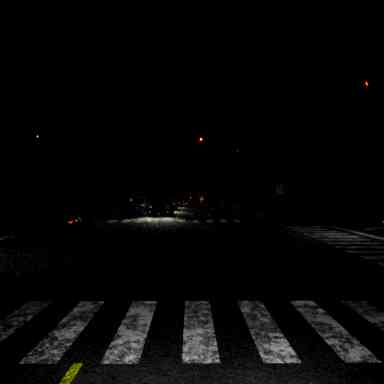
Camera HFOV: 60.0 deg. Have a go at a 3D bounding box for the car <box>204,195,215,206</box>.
[{"bbox_3d":[2.951,1.443,44.713,1.967,1.590,4.097,0,0,0],"label":"car"}]

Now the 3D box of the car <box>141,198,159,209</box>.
[{"bbox_3d":[-5.574,1.569,44.765,1.947,1.339,4.313,0,0,0],"label":"car"}]

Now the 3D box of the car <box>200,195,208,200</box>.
[{"bbox_3d":[3.245,1.557,90.067,1.947,1.339,4.313,0,0,0],"label":"car"}]

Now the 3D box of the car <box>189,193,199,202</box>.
[{"bbox_3d":[0.472,1.186,73.758,2.097,1.767,4.553,0,0,0],"label":"car"}]

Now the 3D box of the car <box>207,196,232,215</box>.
[{"bbox_3d":[2.878,1.442,33.375,1.967,1.590,4.097,0,0,0],"label":"car"}]

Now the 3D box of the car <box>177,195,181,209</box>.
[{"bbox_3d":[-2.831,1.480,42.064,1.882,1.535,5.008,0,0,1],"label":"car"}]

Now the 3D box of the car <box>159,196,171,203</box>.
[{"bbox_3d":[-5.427,1.566,67.437,1.947,1.339,4.313,0,0,0],"label":"car"}]

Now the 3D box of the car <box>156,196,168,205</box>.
[{"bbox_3d":[-5.465,1.527,61.599,1.752,1.417,4.829,0,0,0],"label":"car"}]

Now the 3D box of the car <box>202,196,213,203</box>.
[{"bbox_3d":[3.098,1.551,67.390,2.008,1.369,4.403,0,0,0],"label":"car"}]

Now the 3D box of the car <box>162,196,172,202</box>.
[{"bbox_3d":[-5.390,1.543,73.105,1.887,1.381,4.507,0,0,0],"label":"car"}]

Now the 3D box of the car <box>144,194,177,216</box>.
[{"bbox_3d":[-2.938,1.354,32.126,2.097,1.767,4.553,0,0,2],"label":"car"}]

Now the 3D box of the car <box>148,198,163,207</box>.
[{"bbox_3d":[-5.537,1.585,50.433,1.802,1.307,4.206,0,0,0],"label":"car"}]

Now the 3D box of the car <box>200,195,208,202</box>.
[{"bbox_3d":[2.860,1.453,79.561,1.801,1.575,5.366,0,0,0],"label":"car"}]

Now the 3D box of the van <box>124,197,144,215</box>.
[{"bbox_3d":[-5.648,1.343,33.428,1.690,1.788,3.998,0,0,0],"label":"van"}]

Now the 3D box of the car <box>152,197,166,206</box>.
[{"bbox_3d":[-5.501,1.568,56.101,1.947,1.339,4.313,0,0,0],"label":"car"}]

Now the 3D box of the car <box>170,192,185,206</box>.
[{"bbox_3d":[-2.756,1.222,52.657,2.150,2.045,5.566,0,0,1],"label":"car"}]

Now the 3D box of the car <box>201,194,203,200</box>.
[{"bbox_3d":[3.063,1.527,61.890,1.752,1.417,4.829,0,0,0],"label":"car"}]

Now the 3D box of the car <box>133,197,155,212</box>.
[{"bbox_3d":[-5.611,1.443,39.096,1.967,1.590,4.097,0,0,0],"label":"car"}]

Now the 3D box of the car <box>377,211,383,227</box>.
[{"bbox_3d":[12.857,1.239,17.427,5.566,2.045,2.150,0,0,0],"label":"car"}]

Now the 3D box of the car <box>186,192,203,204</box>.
[{"bbox_3d":[0.406,1.223,63.398,2.150,2.045,5.566,0,0,0],"label":"car"}]

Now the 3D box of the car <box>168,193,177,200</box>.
[{"bbox_3d":[-5.281,1.307,90.110,2.192,1.841,5.009,0,0,0],"label":"car"}]

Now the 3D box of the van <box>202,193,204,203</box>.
[{"bbox_3d":[3.025,1.344,56.051,1.690,1.788,3.998,0,0,0],"label":"van"}]

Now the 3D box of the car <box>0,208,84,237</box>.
[{"bbox_3d":[-8.532,1.539,17.365,5.357,1.411,2.033,0,0,0],"label":"car"}]
